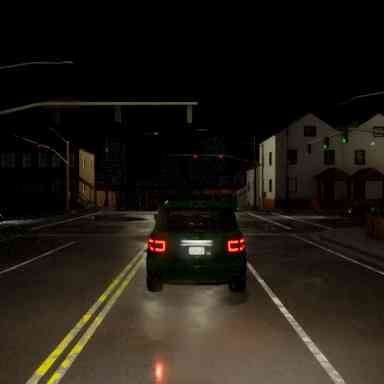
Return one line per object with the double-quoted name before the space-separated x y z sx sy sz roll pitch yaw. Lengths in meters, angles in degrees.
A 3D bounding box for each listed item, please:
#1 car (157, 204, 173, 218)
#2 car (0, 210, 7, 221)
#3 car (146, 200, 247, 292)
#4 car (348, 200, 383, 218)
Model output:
"car" -3.594 2.597 45.340 1.812 1.442 4.674 0 -9 0
"car" -16.706 1.784 25.596 4.181 1.385 1.994 -5 0 0
"car" 0.090 1.221 9.070 2.150 2.045 5.566 0 0 0
"car" 16.562 1.491 29.798 4.902 1.511 2.128 0 0 -1
